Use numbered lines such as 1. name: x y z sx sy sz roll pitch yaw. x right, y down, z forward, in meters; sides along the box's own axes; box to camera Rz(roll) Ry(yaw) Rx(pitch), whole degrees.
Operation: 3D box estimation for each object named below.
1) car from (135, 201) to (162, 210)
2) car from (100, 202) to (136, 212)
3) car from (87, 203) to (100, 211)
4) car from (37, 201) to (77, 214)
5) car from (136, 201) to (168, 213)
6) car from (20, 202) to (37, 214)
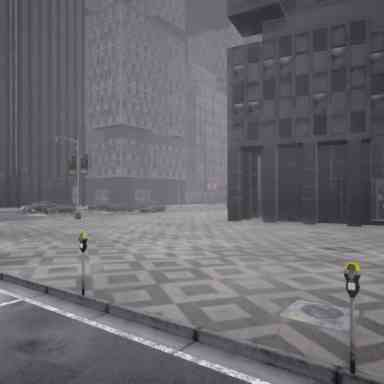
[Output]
1. car: -7.769 2.356 59.644 1.882 1.535 5.008 0 -1 36
2. car: -10.696 2.237 50.060 2.033 1.411 5.357 0 -1 36
3. car: -13.780 2.283 51.335 1.895 1.301 4.718 0 -1 36
4. car: -16.659 2.059 41.763 1.994 1.385 4.181 0 -1 35
5. car: -5.241 2.240 46.182 1.994 1.385 4.181 0 -1 36
6. car: -19.644 1.983 43.158 2.128 1.511 4.902 0 -1 36
